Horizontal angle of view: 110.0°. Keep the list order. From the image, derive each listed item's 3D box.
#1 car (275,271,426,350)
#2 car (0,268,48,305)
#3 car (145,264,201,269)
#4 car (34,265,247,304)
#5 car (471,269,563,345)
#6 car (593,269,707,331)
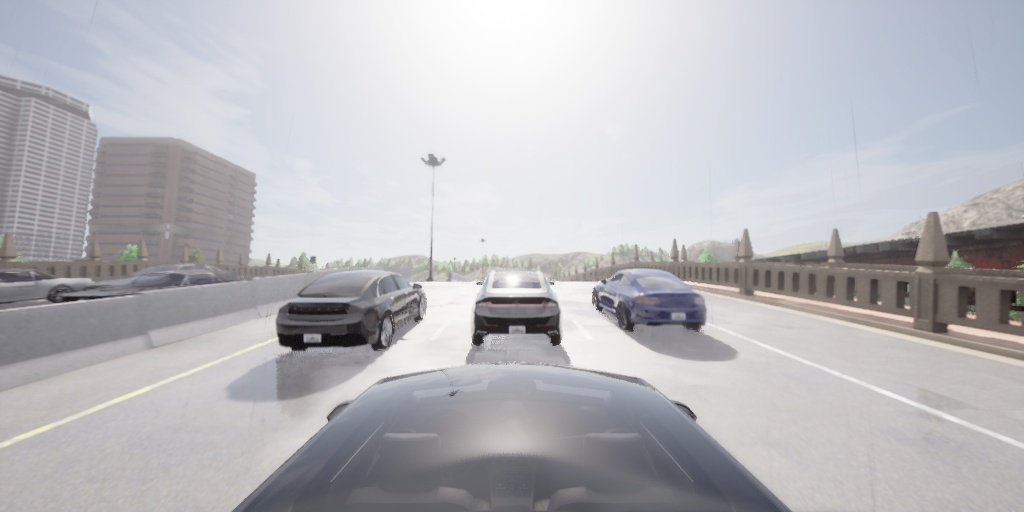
[{"bbox_3d":[-3.408,1.092,8.534,1.837,1.490,4.892,0,2,0],"label":"car"},{"bbox_3d":[-17.582,1.113,11.905,1.895,1.301,4.718,0,1,0],"label":"car"},{"bbox_3d":[-14.062,1.031,14.972,2.033,1.411,5.357,0,0,0],"label":"car"},{"bbox_3d":[-10.586,1.129,11.078,1.895,1.301,4.718,0,1,0],"label":"car"},{"bbox_3d":[0.092,1.070,8.945,2.128,1.511,4.902,0,1,0],"label":"car"},{"bbox_3d":[3.591,1.081,10.025,1.812,1.442,4.674,0,1,0],"label":"car"}]
